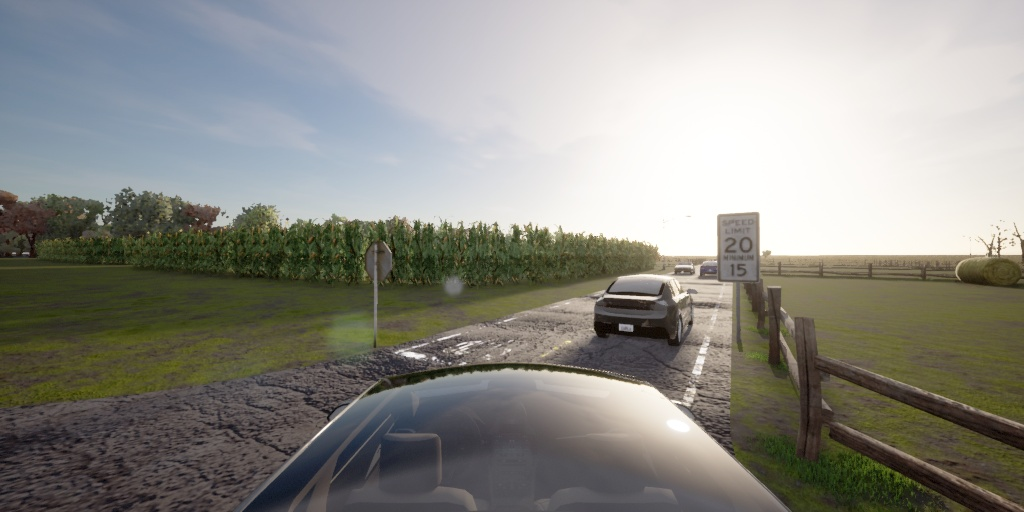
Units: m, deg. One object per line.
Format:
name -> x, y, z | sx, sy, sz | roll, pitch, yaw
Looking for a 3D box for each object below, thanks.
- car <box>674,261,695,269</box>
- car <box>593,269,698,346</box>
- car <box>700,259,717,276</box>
car -> 19.808, 1.323, 40.971 | 2.033, 1.411, 5.357 | 0, 0, 32
car -> 3.659, 1.257, 9.571 | 1.837, 1.490, 4.892 | 0, 0, 32
car -> 20.173, 1.237, 36.224 | 1.882, 1.535, 5.008 | 0, 0, 32
